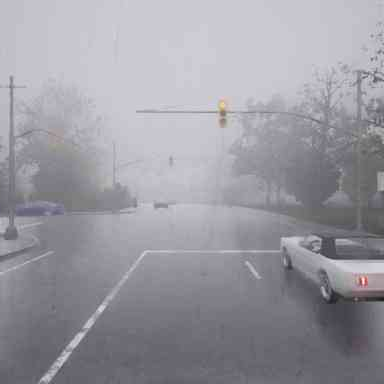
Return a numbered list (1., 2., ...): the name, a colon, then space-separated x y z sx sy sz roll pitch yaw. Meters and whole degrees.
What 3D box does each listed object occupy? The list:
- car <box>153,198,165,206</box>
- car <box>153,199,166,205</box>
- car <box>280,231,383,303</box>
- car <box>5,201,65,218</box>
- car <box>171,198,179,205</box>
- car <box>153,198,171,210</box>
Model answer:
1. car: -6.374 1.938 64.509 1.882 1.535 5.008 0 -1 -10
2. car: -8.196 2.461 83.078 1.895 1.301 4.718 0 -1 -25
3. car: 3.602 1.601 8.129 1.895 1.301 4.718 0 0 0
4. car: -14.134 1.536 30.037 5.008 1.535 1.882 0 1 -2
5. car: -4.942 2.248 73.752 1.895 1.301 4.718 0 -1 -19
6. car: -4.198 1.584 45.961 1.882 1.535 5.008 0 -1 -4
